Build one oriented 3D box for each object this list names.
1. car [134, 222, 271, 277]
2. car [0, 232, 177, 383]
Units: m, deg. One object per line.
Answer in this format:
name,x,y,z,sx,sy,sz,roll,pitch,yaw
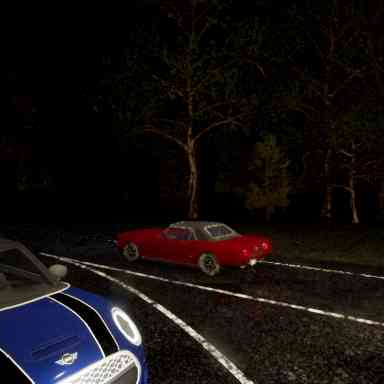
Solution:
car,-0.146,1.567,10.201,4.718,1.301,1.895,0,0,35
car,-2.654,1.338,3.766,4.553,1.767,2.097,1,0,35
